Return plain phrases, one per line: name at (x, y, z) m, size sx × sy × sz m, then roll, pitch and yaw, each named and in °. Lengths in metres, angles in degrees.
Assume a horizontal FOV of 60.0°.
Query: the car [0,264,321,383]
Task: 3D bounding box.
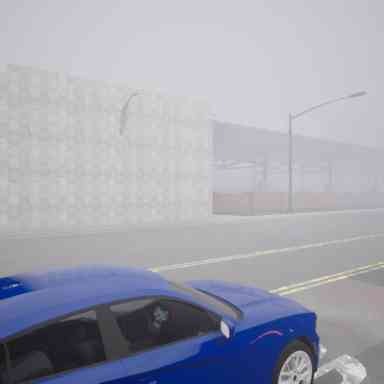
car at (-0.791, 1.478, 3.185) m, size 5.008 × 1.535 × 1.882 m, roll 0°, pitch 0°, yaw -36°
